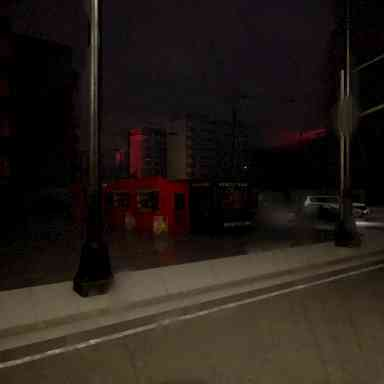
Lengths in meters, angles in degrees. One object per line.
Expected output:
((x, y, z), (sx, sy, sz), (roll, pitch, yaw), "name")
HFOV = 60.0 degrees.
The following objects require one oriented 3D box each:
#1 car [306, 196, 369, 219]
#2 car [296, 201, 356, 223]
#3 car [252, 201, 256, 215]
((12.785, 1.339, 29.932), (2.150, 2.045, 5.566), (0, -1, -36), "car")
((10.565, 1.667, 27.023), (1.994, 1.385, 4.181), (0, -1, -36), "car")
((5.385, 1.685, 34.184), (1.882, 1.535, 5.008), (0, -1, -36), "car")
